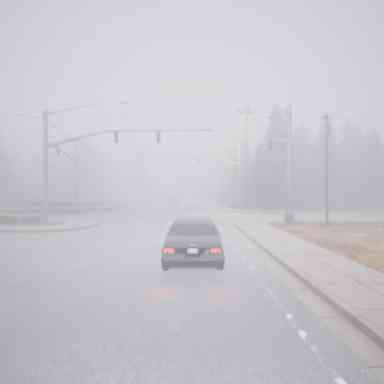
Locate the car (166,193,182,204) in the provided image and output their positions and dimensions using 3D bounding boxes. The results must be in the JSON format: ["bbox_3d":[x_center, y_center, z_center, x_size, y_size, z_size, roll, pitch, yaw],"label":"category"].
[{"bbox_3d":[-3.532,1.172,60.834,2.150,2.045,5.566,0,0,1],"label":"car"}]

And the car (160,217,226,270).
[{"bbox_3d":[0.043,1.534,10.959,2.033,1.411,5.357,0,0,1],"label":"car"}]
